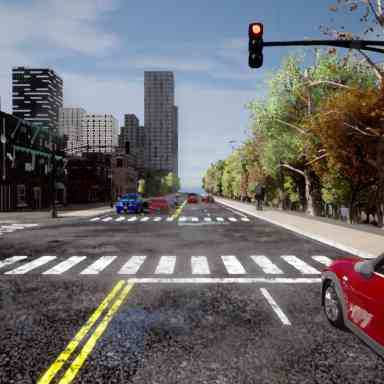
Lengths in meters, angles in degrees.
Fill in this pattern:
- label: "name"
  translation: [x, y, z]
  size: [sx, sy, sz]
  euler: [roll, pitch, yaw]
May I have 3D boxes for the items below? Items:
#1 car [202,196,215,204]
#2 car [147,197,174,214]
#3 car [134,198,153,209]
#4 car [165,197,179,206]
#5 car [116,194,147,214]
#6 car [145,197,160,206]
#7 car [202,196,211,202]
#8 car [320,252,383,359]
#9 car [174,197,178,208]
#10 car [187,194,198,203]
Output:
- label: "car"
  translation: [3.379, 1.453, 65.332]
  size: [1.882, 1.535, 5.008]
  euler: [0, 0, 0]
- label: "car"
  translation: [-3.321, 1.466, 35.531]
  size: [1.882, 1.535, 5.008]
  euler: [0, 0, 0]
- label: "car"
  translation: [-6.563, 1.585, 45.529]
  size: [1.895, 1.301, 4.718]
  euler: [0, 0, 0]
- label: "car"
  translation: [-3.299, 1.527, 56.002]
  size: [2.033, 1.411, 5.357]
  euler: [0, 0, 0]
- label: "car"
  translation: [-6.568, 1.210, 35.782]
  size: [2.150, 2.045, 5.566]
  euler: [0, 0, 0]
- label: "car"
  translation: [-6.546, 1.544, 55.558]
  size: [1.994, 1.385, 4.181]
  euler: [0, 0, 1]
- label: "car"
  translation: [3.285, 1.522, 75.475]
  size: [1.994, 1.385, 4.181]
  euler: [0, 0, 0]
- label: "car"
  translation: [3.350, 1.351, 4.160]
  size: [2.097, 1.767, 4.553]
  euler: [0, 0, 0]
- label: "car"
  translation: [-3.311, 1.532, 45.429]
  size: [2.033, 1.411, 5.357]
  euler: [0, 0, 0]
- label: "car"
  translation: [0.131, 1.539, 65.975]
  size: [1.994, 1.385, 4.181]
  euler: [0, 0, 0]
